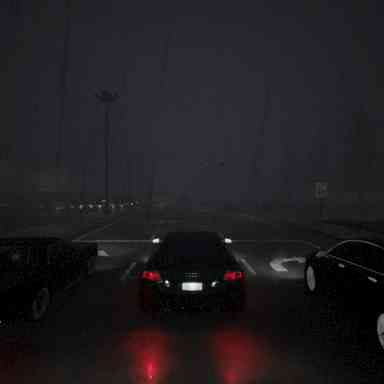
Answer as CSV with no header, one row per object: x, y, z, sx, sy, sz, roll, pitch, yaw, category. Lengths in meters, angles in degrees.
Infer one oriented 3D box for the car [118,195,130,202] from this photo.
-16.338,1.476,80.631,1.882,1.535,5.008,0,0,0,car

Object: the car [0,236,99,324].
-3.498,1.601,7.123,1.895,1.301,4.718,0,0,0,car

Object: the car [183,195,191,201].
-1.342,1.520,86.730,2.128,1.511,4.902,0,0,0,car

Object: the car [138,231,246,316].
0.003,1.564,7.625,1.994,1.385,4.181,0,0,0,car

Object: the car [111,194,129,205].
-12.896,1.504,59.928,1.837,1.490,4.892,0,0,0,car

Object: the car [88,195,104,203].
-19.831,1.477,69.241,1.882,1.535,5.008,0,0,0,car

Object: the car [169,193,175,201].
-4.842,1.220,86.366,2.150,2.045,5.566,0,0,0,car

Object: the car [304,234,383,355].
3.501,1.505,5.803,1.837,1.490,4.892,0,0,0,car

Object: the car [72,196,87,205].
-19.889,1.477,59.769,1.882,1.535,5.008,0,0,0,car

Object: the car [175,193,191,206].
-1.323,1.352,55.359,2.097,1.767,4.553,0,0,0,car

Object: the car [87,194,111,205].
-16.395,1.504,58.905,1.837,1.490,4.892,0,0,0,car

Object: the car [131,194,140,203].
-12.831,1.525,69.302,2.128,1.511,4.902,0,0,0,car

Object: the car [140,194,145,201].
-12.839,1.351,82.356,2.097,1.767,4.553,0,0,0,car

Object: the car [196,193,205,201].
2.158,1.350,86.686,2.097,1.767,4.553,0,0,0,car
